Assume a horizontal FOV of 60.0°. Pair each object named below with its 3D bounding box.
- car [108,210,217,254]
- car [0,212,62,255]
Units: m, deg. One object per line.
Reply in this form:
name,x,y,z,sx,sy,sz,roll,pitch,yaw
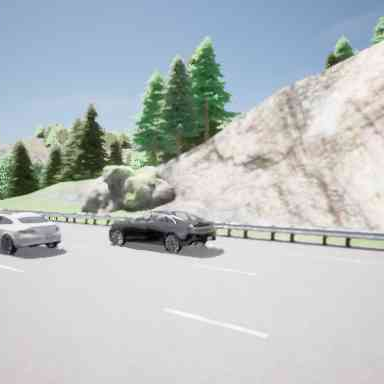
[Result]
car,-1.335,1.495,13.524,4.902,1.511,2.128,0,0,35
car,-7.108,1.532,13.339,4.674,1.442,1.812,0,0,35
